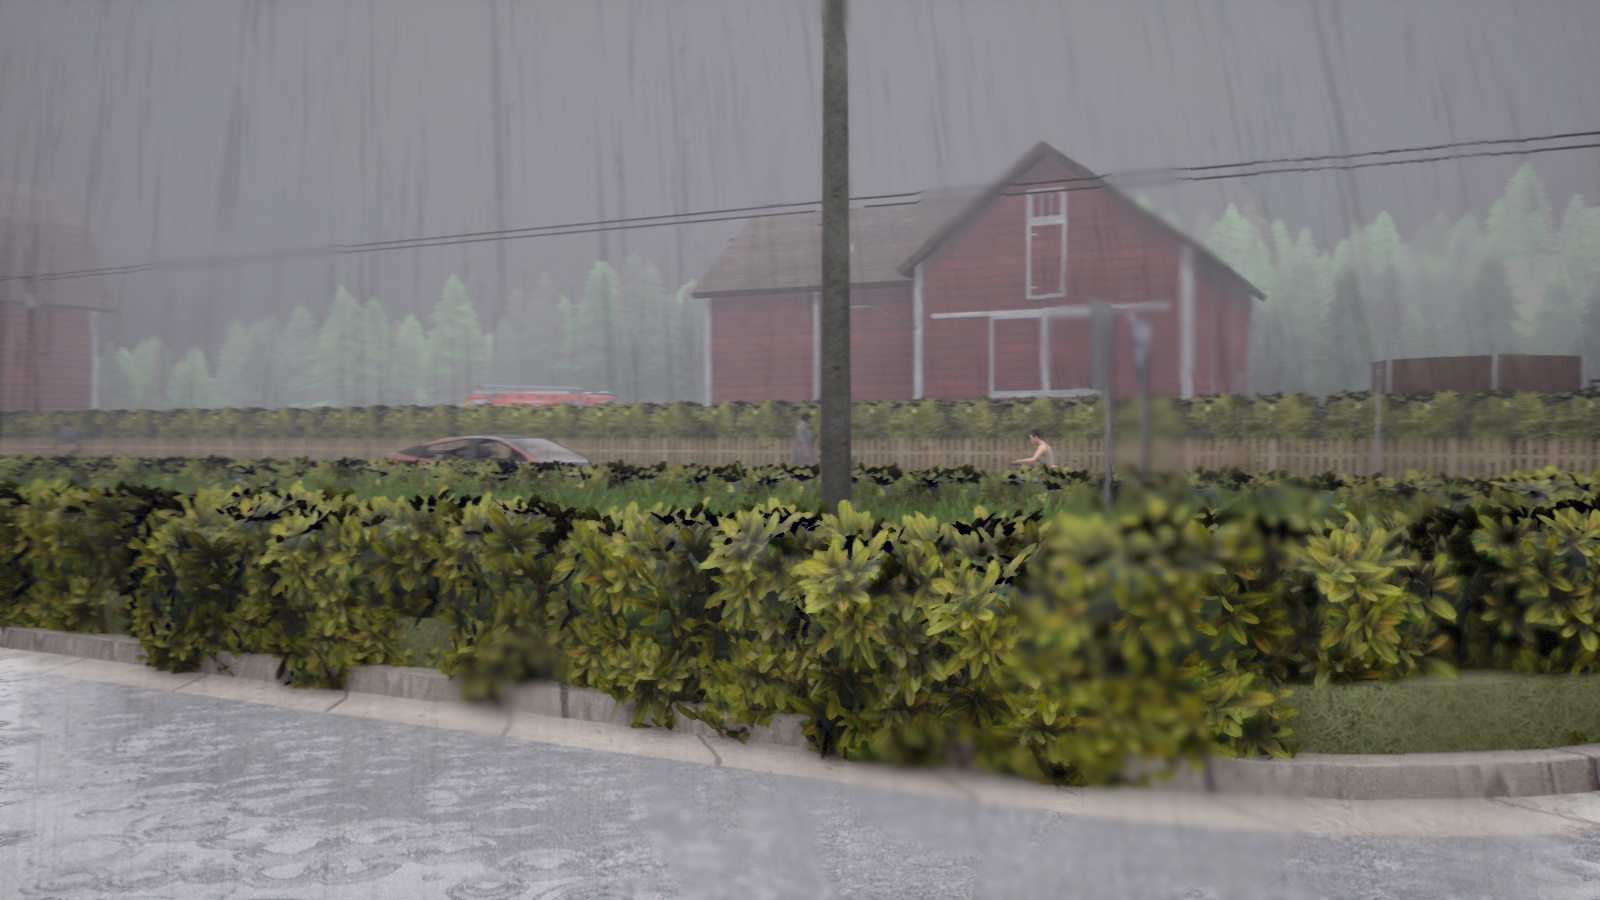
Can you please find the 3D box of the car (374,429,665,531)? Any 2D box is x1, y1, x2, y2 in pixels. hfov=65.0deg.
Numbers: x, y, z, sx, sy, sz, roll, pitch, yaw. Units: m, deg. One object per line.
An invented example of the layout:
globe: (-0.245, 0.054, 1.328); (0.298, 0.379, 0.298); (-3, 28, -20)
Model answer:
car: (-4.726, 0.429, 21.071); (4.514, 1.525, 2.007); (1, 1, 27)

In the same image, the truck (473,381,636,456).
truck: (-13.130, -1.646, 67.760); (2.891, 3.827, 8.468); (1, 1, 44)

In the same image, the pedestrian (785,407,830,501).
pedestrian: (0.166, 0.085, 26.446); (0.873, 1.952, 0.659); (0, 1, 7)

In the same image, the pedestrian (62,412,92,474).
pedestrian: (-21.823, -0.215, 37.912); (0.694, 1.848, 0.540); (1, 1, 37)
